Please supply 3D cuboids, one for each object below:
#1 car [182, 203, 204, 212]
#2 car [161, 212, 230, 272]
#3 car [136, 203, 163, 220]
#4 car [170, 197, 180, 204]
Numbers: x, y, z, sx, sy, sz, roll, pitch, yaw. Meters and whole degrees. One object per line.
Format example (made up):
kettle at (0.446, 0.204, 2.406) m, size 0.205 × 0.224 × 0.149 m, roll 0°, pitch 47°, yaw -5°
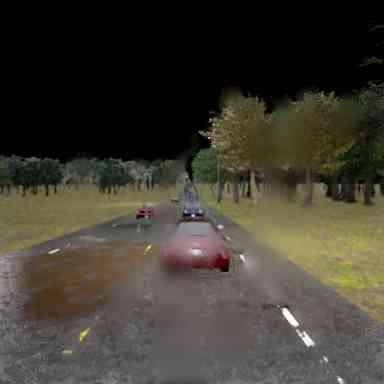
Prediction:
car at (0.107, 1.650, 29.472) m, size 1.895 × 1.301 × 4.718 m, roll 0°, pitch 0°, yaw 0°
car at (0.094, 1.574, 10.891) m, size 1.994 × 1.385 × 4.181 m, roll 0°, pitch 0°, yaw 0°
car at (-3.591, 1.647, 28.535) m, size 1.895 × 1.301 × 4.718 m, roll 0°, pitch 0°, yaw 0°
car at (-3.478, 1.728, 69.916) m, size 2.033 × 1.411 × 5.357 m, roll 0°, pitch 0°, yaw 0°
